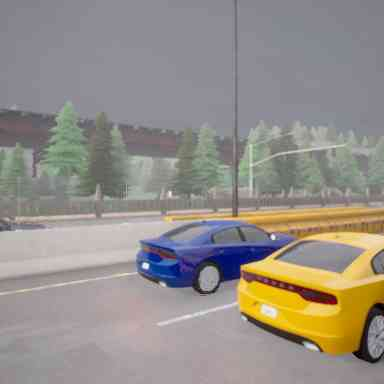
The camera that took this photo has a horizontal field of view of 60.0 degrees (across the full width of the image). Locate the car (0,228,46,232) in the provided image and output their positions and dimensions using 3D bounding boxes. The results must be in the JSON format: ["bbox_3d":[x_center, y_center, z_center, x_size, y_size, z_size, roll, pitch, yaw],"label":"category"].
[{"bbox_3d":[-7.763,1.548,11.287,5.357,1.411,2.033,0,0,-35],"label":"car"}]

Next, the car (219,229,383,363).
[{"bbox_3d":[3.051,1.472,5.954,5.008,1.535,1.882,0,0,-36],"label":"car"}]

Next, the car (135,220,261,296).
[{"bbox_3d":[0.981,1.472,8.775,5.008,1.535,1.882,0,0,-36],"label":"car"}]
